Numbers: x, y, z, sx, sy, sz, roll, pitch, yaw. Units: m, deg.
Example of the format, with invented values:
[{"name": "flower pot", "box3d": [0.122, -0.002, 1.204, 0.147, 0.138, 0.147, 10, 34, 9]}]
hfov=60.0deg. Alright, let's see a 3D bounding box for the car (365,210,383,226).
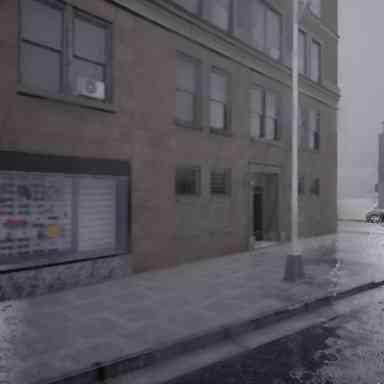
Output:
[{"name": "car", "box3d": [14.153, 1.554, 22.107, 2.128, 1.511, 4.902, 1, -1, -37]}]
